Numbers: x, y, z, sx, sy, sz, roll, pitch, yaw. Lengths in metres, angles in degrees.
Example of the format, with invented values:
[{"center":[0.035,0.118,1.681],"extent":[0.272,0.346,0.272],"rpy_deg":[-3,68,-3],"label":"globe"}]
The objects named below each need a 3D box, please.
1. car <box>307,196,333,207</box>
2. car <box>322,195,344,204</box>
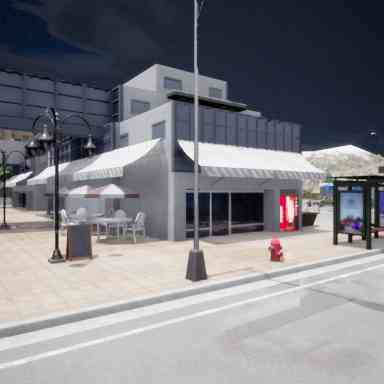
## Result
[{"center":[19.116,1.344,48.773],"extent":[5.027,1.636,2.152],"rpy_deg":[0,0,-36],"label":"car"},{"center":[28.398,1.487,66.886],"extent":[4.514,1.523,2.007],"rpy_deg":[0,0,-36],"label":"car"}]
